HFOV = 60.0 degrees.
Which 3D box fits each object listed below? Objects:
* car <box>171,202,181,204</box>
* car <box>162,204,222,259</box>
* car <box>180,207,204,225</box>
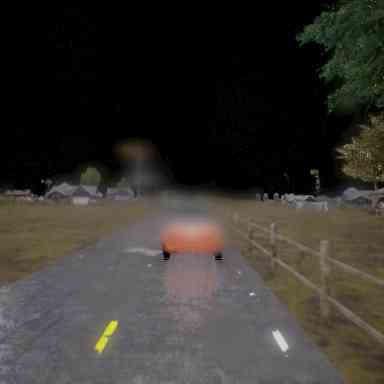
[{"bbox_3d":[-2.779,2.428,57.880,1.882,1.535,5.008,0,-1,1],"label":"car"},{"bbox_3d":[0.022,1.514,13.474,2.097,1.767,4.553,0,-1,0],"label":"car"},{"bbox_3d":[0.020,1.983,28.300,1.895,1.301,4.718,0,-1,0],"label":"car"}]
